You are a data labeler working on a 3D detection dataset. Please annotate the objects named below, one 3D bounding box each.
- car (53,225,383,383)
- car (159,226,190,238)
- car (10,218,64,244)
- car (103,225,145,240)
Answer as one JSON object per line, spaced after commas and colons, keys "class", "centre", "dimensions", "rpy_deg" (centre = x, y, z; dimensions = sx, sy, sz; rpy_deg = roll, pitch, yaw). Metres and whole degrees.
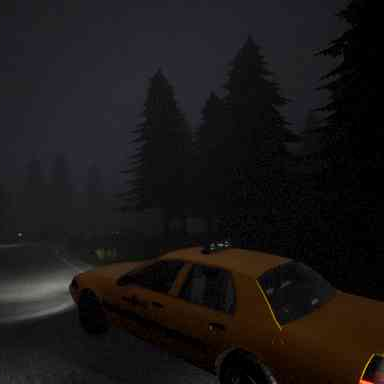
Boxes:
{"class": "car", "centre": [0.144, 1.441, 4.732], "dimensions": [5.366, 1.575, 1.801], "rpy_deg": [0, 1, 43]}
{"class": "car", "centre": [-2.327, 5.543, 46.258], "dimensions": [1.882, 1.535, 5.008], "rpy_deg": [-5, -8, 30]}
{"class": "car", "centre": [-12.760, 3.221, 28.074], "dimensions": [2.150, 2.045, 5.566], "rpy_deg": [-4, -7, 7]}
{"class": "car", "centre": [-7.443, 4.510, 36.948], "dimensions": [2.033, 1.411, 5.357], "rpy_deg": [-4, -8, 20]}
